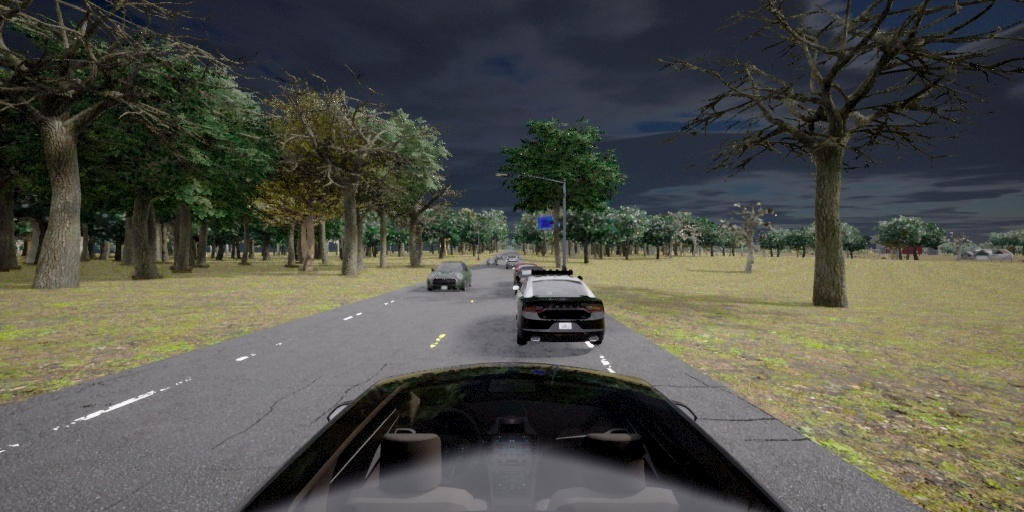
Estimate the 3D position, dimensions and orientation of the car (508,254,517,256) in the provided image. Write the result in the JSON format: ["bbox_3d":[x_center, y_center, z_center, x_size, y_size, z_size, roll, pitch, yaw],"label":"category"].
[{"bbox_3d":[0.024,0.721,65.081,2.150,2.045,5.566,0,1,0],"label":"car"}]

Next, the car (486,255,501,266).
[{"bbox_3d":[-3.540,1.008,63.669,2.128,1.511,4.902,0,1,0],"label":"car"}]

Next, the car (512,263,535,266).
[{"bbox_3d":[1.056,1.274,19.542,1.812,1.442,4.674,0,0,0],"label":"car"}]

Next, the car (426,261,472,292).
[{"bbox_3d":[-3.591,1.100,21.233,2.097,1.767,4.553,0,0,0],"label":"car"}]

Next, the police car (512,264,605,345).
[{"bbox_3d":[1.052,1.175,9.652,1.930,1.638,5.238,0,0,0],"label":"police car"}]

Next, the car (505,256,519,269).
[{"bbox_3d":[0.086,1.106,52.447,2.128,1.511,4.902,0,0,0],"label":"car"}]

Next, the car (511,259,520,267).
[{"bbox_3d":[1.058,1.221,25.540,1.882,1.535,5.008,0,0,0],"label":"car"}]
